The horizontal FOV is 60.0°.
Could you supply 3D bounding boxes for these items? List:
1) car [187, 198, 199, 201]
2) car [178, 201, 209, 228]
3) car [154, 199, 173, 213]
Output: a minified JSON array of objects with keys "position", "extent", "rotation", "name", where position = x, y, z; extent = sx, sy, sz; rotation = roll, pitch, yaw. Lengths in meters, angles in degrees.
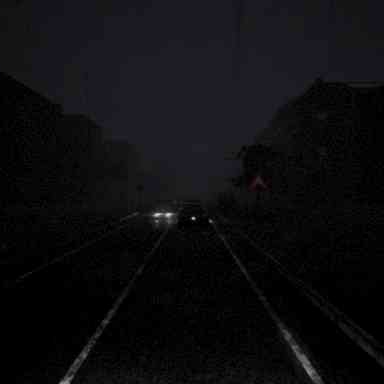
[{"position":[0.076,1.478,41.341],"extent":[1.837,1.490,4.892],"rotation":[0,0,0],"name":"car"},{"position":[0.088,1.575,22.319],"extent":[1.994,1.385,4.181],"rotation":[0,0,0],"name":"car"},{"position":[-3.117,1.529,37.710],"extent":[2.033,1.411,5.357],"rotation":[0,0,0],"name":"car"}]
